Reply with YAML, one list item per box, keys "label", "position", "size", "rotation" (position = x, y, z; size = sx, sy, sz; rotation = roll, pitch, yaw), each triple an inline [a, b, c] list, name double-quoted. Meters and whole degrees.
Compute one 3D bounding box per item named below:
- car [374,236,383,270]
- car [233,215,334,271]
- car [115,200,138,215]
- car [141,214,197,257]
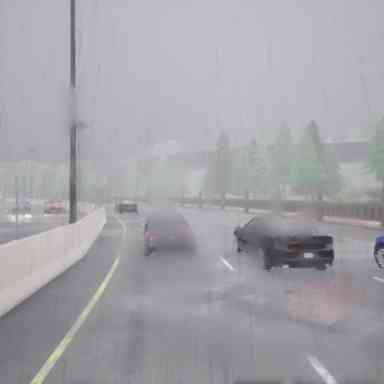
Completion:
- label: "car"
  position: [6.554, 1.479, 8.056]
  size: [1.882, 1.535, 5.008]
  rotation: [0, 0, -4]
- label: "car"
  position: [2.744, 1.502, 11.071]
  size: [1.882, 1.535, 5.008]
  rotation: [0, 0, -6]
- label: "car"
  position: [-7.356, 1.620, 36.844]
  size: [1.882, 1.535, 5.008]
  rotation: [0, 0, -21]
- label: "car"
  position: [-1.007, 1.593, 13.293]
  size: [2.033, 1.411, 5.357]
  rotation: [0, 0, -8]
